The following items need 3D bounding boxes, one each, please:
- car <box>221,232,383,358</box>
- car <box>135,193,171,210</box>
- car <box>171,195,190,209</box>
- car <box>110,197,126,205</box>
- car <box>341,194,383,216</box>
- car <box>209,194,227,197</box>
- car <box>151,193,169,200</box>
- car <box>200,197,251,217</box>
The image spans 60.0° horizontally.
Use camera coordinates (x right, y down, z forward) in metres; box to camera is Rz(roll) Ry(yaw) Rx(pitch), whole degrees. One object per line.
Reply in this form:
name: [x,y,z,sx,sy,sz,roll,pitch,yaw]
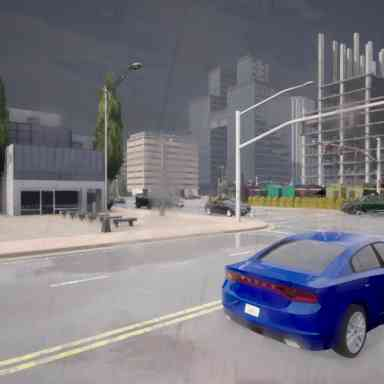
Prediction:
car: [2.766,1.478,6.126,5.008,1.535,1.882,0,0,-38]
car: [-5.421,1.218,43.161,2.150,2.045,5.566,0,0,-36]
car: [-2.945,1.491,45.707,2.128,1.511,4.902,0,0,-36]
car: [-13.538,1.564,60.305,1.994,1.385,4.181,0,0,-36]
car: [17.232,1.223,31.576,5.566,2.045,2.150,0,2,13]
car: [4.243,1.352,35.886,2.097,1.767,4.553,0,0,-36]
car: [-8.535,1.153,89.499,4.605,1.855,1.932,0,0,-38]
car: [3.160,1.505,31.440,1.837,1.490,4.892,0,0,-36]
